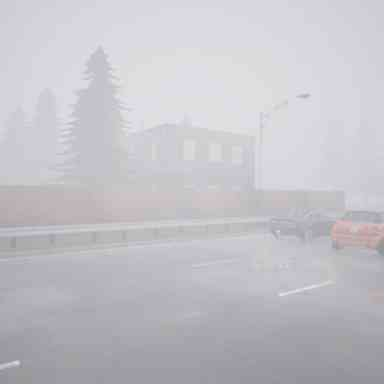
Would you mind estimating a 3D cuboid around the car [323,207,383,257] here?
[{"bbox_3d":[7.808,1.482,13.736,4.553,1.767,2.097,1,-1,-35],"label":"car"}]

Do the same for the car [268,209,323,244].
[{"bbox_3d":[5.949,1.626,16.707,4.902,1.511,2.128,1,0,-35],"label":"car"}]
